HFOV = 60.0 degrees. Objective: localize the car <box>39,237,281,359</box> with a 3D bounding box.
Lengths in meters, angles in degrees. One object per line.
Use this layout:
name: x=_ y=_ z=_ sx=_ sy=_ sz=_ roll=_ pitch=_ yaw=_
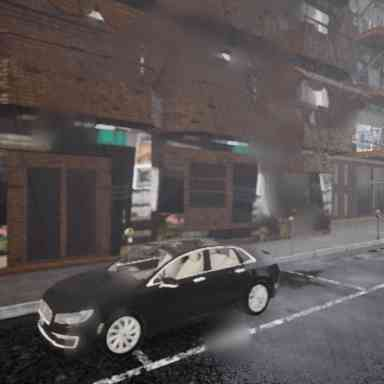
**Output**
car: x=-0.296 y=1.537 z=5.879 sx=4.403 sy=1.369 sz=2.008 roll=0 pitch=1 yaw=-36
